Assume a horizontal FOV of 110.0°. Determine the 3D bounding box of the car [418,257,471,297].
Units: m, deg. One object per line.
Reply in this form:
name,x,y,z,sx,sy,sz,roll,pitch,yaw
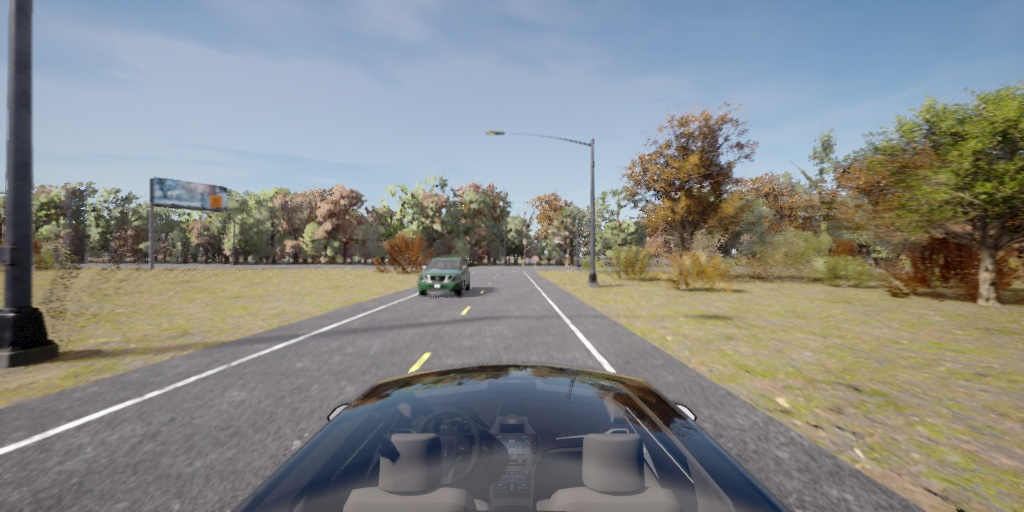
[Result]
car,-3.591,1.082,20.013,2.150,2.045,5.566,0,0,0
